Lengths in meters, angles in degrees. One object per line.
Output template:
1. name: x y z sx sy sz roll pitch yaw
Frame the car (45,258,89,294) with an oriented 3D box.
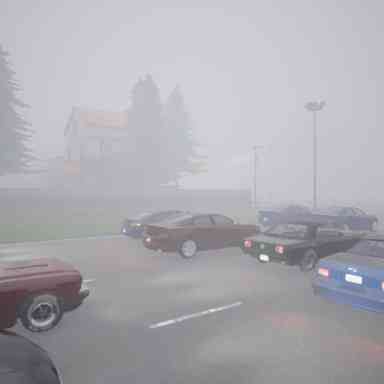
1. car: -4.136 1.601 5.150 4.718 1.301 1.895 0 0 -35

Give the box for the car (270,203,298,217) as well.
1. car: 6.383 1.477 21.218 5.008 1.535 1.882 0 0 -36

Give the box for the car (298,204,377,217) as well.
1. car: 8.326 1.477 18.307 5.008 1.535 1.882 0 0 -36

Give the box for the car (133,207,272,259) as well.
1. car: 0.538 1.478 12.752 5.008 1.535 1.882 0 0 -35

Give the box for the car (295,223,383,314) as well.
1. car: 4.835 1.547 7.204 5.357 1.411 2.033 0 0 -35

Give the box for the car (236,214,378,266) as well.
1. car: 3.887 1.601 10.835 4.718 1.301 1.895 0 0 -35

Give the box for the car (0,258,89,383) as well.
1. car: -3.154 1.492 1.512 4.902 1.511 2.128 0 0 -35

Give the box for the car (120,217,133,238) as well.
1. car: -1.087 1.526 15.885 4.674 1.442 1.812 0 0 -36
